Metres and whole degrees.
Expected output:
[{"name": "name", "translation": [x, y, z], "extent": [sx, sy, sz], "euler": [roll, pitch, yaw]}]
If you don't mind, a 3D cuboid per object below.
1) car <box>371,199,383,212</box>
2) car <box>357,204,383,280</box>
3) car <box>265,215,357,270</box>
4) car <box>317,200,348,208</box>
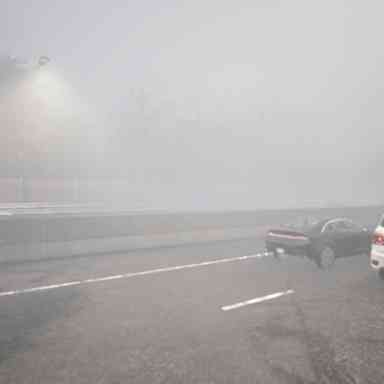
[{"name": "car", "translation": [21.963, 1.462, 36.742], "extent": [4.718, 1.301, 1.895], "euler": [0, 0, -36]}, {"name": "car", "translation": [6.878, 1.281, 8.656], "extent": [5.566, 2.045, 2.150], "euler": [0, 0, -35]}, {"name": "car", "translation": [4.611, 1.550, 11.335], "extent": [4.902, 1.511, 2.128], "euler": [0, 0, -36]}, {"name": "car", "translation": [17.919, 1.757, 42.457], "extent": [4.902, 1.511, 2.128], "euler": [0, 0, -36]}]
